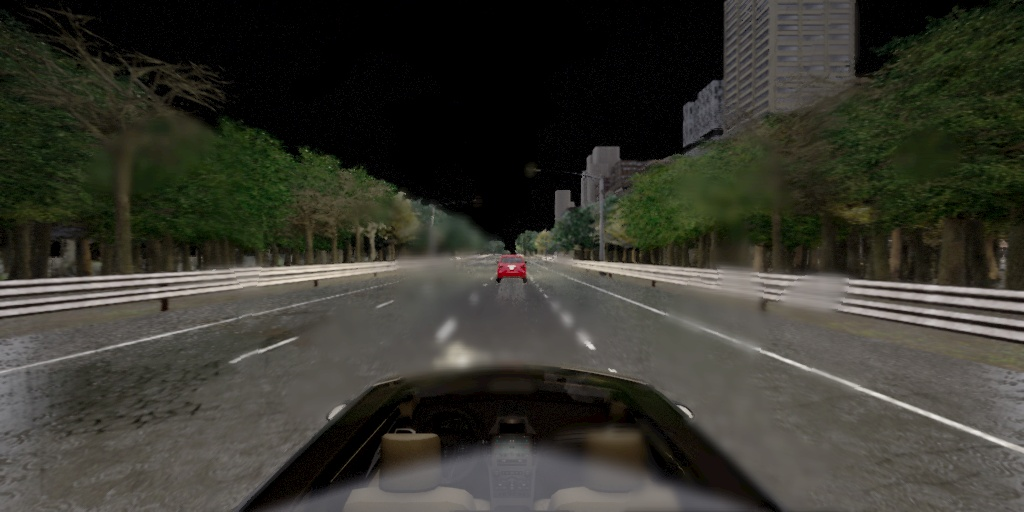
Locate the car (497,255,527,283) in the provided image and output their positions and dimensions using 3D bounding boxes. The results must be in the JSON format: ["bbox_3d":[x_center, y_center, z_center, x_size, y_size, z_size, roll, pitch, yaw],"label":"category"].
[{"bbox_3d":[-0.018,0.961,28.333,2.150,2.045,5.566,0,0,0],"label":"car"}]
